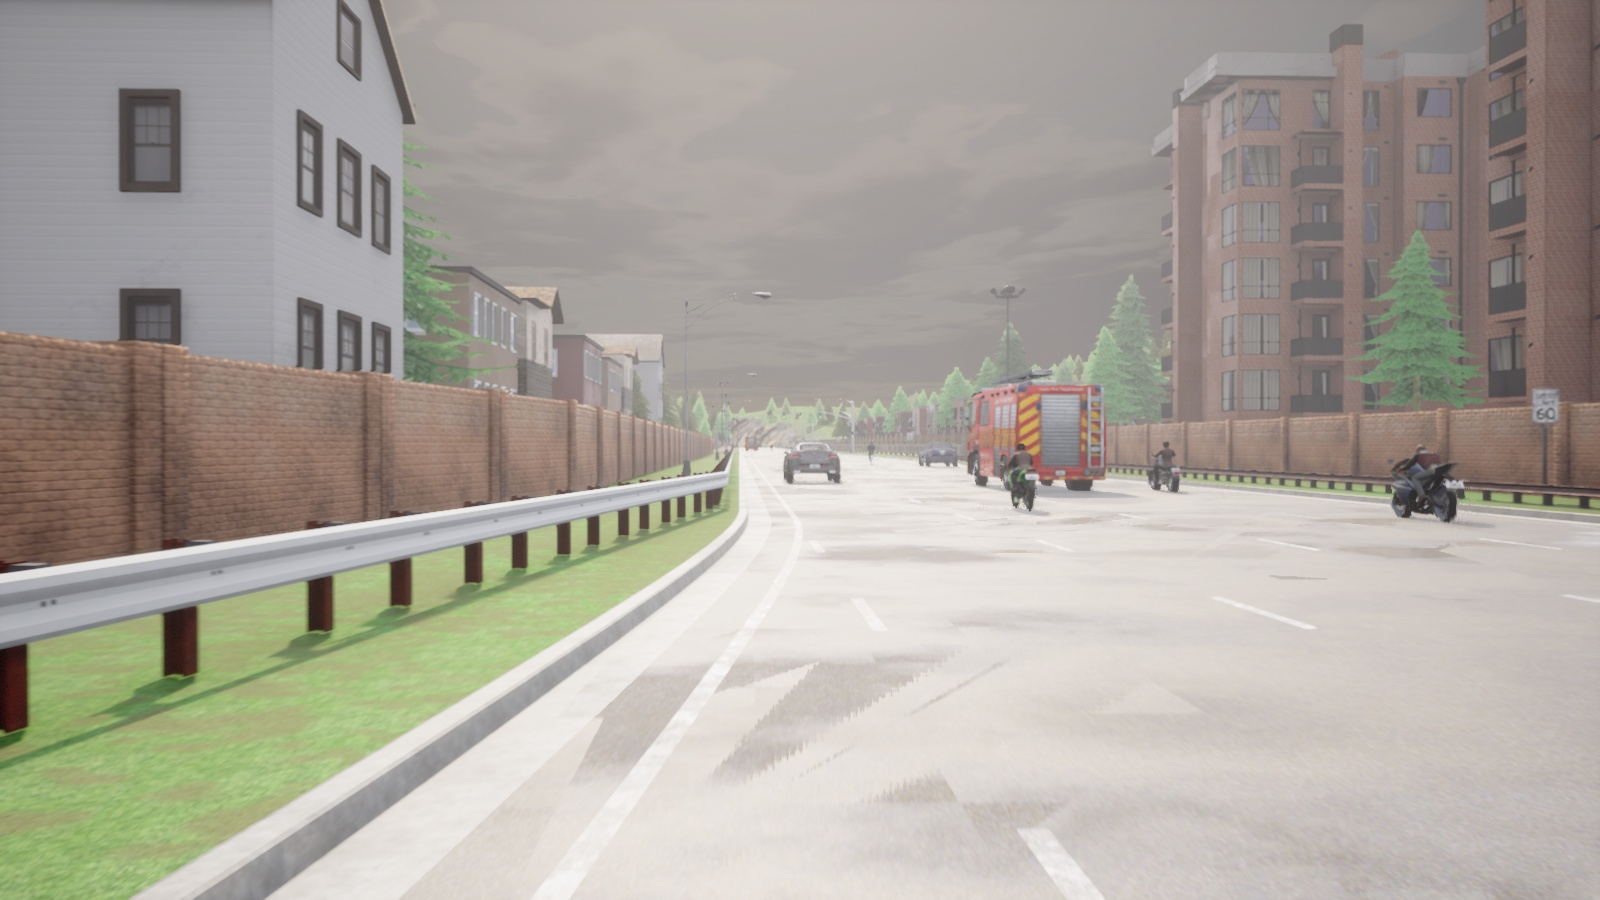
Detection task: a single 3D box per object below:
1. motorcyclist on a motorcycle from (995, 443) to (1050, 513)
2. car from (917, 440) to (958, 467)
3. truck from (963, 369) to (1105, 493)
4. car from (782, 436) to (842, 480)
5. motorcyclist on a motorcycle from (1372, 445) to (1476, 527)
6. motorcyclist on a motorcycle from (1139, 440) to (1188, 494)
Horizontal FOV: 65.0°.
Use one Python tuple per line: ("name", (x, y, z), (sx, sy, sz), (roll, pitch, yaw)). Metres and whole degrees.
("motorcyclist on a motorcycle", (5.003, 0.600, 28.390), (0.797, 1.523, 2.044), (0, 0, -3))
("car", (9.257, 0.215, 84.926), (2.097, 1.767, 4.553), (0, 0, -3))
("truck", (7.795, -0.613, 43.026), (2.891, 3.827, 8.468), (0, 0, -3))
("car", (0.423, 0.289, 50.472), (2.152, 1.651, 5.027), (0, 0, -3))
("motorcyclist on a motorcycle", (12.195, 0.677, 24.630), (0.866, 1.530, 2.191), (0, 0, -3))
("motorcyclist on a motorcycle", (11.462, 0.521, 39.660), (0.766, 1.649, 2.350), (0, 0, -3))
